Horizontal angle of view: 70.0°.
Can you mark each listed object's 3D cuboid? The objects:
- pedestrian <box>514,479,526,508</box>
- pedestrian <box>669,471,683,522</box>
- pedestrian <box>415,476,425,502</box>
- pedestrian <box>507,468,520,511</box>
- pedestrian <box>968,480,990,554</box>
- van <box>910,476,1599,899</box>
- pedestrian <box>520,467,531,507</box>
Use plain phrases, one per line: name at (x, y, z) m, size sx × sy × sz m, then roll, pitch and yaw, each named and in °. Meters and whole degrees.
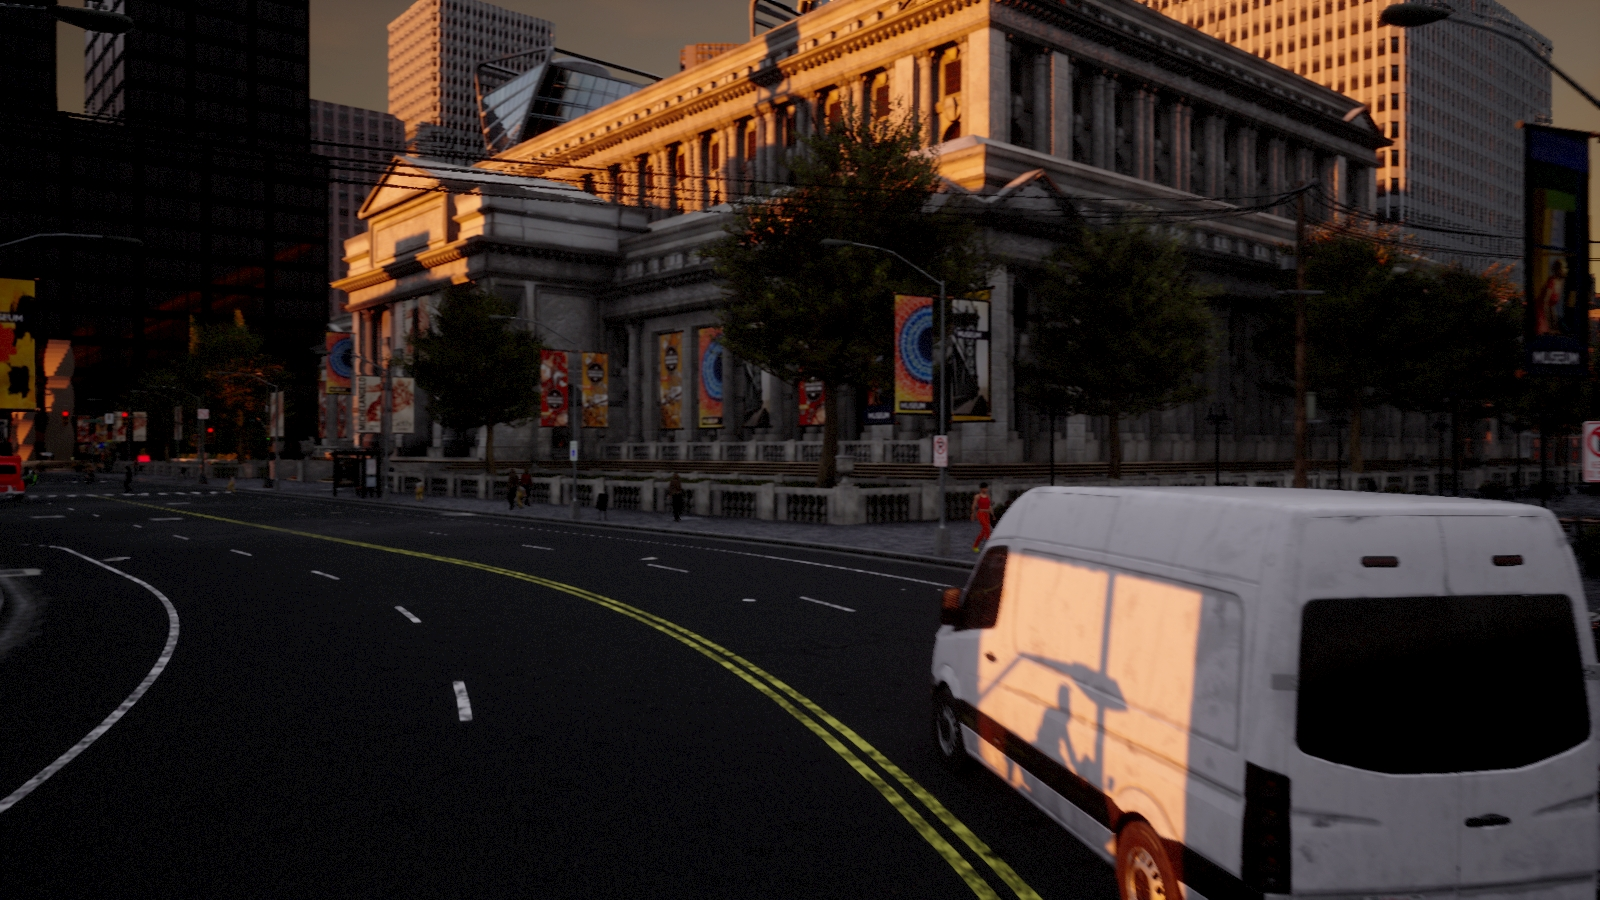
pedestrian at (-12.708, 1.989, 51.828) m, size 0.375 × 1.300 × 0.375 m, roll 0°, pitch 0°, yaw -38°
pedestrian at (-4.562, 1.706, 41.943) m, size 0.375 × 1.860 × 0.375 m, roll 0°, pitch 0°, yaw -35°
pedestrian at (-19.340, 1.993, 58.119) m, size 0.375 × 1.300 × 0.375 m, roll 0°, pitch 0°, yaw -32°
pedestrian at (-12.499, 1.708, 49.838) m, size 0.375 × 1.860 × 0.375 m, roll 0°, pitch 0°, yaw 43°
pedestrian at (4.564, 1.701, 29.136) m, size 0.375 × 1.860 × 0.375 m, roll 0°, pitch 0°, yaw -33°
van at (2.558, 1.535, 8.234) m, size 1.988 × 2.561 × 5.915 m, roll 0°, pitch 0°, yaw -10°
pedestrian at (-12.826, 1.709, 53.432) m, size 0.375 × 1.860 × 0.375 m, roll 0°, pitch 0°, yaw -41°
